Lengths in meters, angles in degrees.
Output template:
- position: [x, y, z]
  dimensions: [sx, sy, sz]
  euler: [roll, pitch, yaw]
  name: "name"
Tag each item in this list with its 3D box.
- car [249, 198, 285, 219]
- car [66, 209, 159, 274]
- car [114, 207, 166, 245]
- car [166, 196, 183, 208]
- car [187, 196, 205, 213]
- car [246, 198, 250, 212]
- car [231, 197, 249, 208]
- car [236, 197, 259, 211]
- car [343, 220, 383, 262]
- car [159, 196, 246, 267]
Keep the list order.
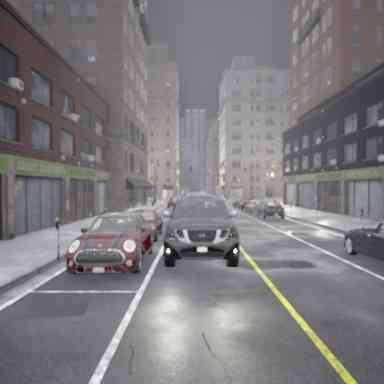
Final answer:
- position: [6.258, 1.406, 26.943]
  dimensions: [2.008, 1.369, 4.403]
  euler: [-1, 0, 0]
  name: "car"
- position: [-2.308, 1.385, 10.196]
  dimensions: [1.967, 1.590, 4.097]
  euler: [-1, 0, 0]
  name: "car"
- position: [-2.299, 1.497, 15.782]
  dimensions: [1.802, 1.307, 4.206]
  euler: [-1, 0, 0]
  name: "car"
- position: [-2.261, 1.299, 43.710]
  dimensions: [1.887, 1.381, 4.507]
  euler: [-1, 0, 0]
  name: "car"
- position: [0.404, 1.280, 35.707]
  dimensions: [1.882, 1.535, 5.008]
  euler: [0, 0, 0]
  name: "car"
- position: [6.267, 1.347, 32.698]
  dimensions: [1.752, 1.417, 4.829]
  euler: [-1, 0, 0]
  name: "car"
- position: [6.284, 1.339, 43.700]
  dimensions: [1.802, 1.307, 4.206]
  euler: [-1, 0, 0]
  name: "car"
- position: [6.275, 1.356, 38.114]
  dimensions: [1.947, 1.339, 4.313]
  euler: [-1, 0, 0]
  name: "car"
- position: [6.231, 1.498, 10.185]
  dimensions: [2.008, 1.369, 4.403]
  euler: [-1, 0, 0]
  name: "car"
- position: [0.271, 1.162, 11.548]
  dimensions: [2.150, 2.045, 5.566]
  euler: [0, 0, 0]
  name: "car"
